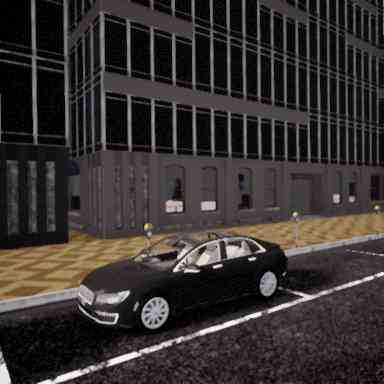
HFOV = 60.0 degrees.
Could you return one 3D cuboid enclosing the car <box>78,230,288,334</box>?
[{"bbox_3d":[0.041,1.499,6.589,4.403,1.369,2.008,-1,1,-35],"label":"car"}]
